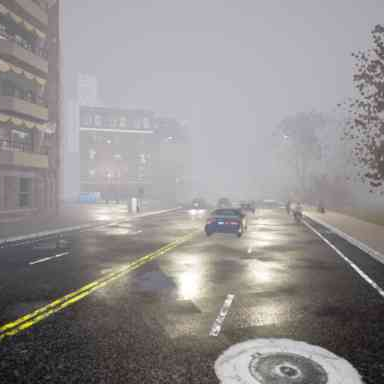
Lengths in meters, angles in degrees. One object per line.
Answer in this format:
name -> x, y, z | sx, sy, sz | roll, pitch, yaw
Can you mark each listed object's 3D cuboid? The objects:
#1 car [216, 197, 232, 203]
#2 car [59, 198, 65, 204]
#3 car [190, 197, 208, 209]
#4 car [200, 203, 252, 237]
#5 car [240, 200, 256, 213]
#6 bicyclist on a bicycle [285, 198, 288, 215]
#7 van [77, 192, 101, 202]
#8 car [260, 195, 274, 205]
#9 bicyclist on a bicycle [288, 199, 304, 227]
car -> 4.402, 1.515, 45.494 | 1.837, 1.490, 4.892 | 0, 0, 11
car -> -20.840, 1.112, 48.735 | 4.206, 1.307, 1.802 | 1, -1, -18
car -> 0.970, 1.482, 44.941 | 2.128, 1.511, 4.902 | 0, 0, 10
car -> 1.965, 1.544, 18.298 | 2.033, 1.411, 5.357 | 0, 0, 13
car -> 6.057, 1.536, 36.791 | 2.033, 1.411, 5.357 | 0, 0, 12
bicyclist on a bicycle -> 9.067, 1.443, 31.484 | 0.582, 1.620, 1.656 | 0, 0, 12
van -> -18.017, 0.889, 58.494 | 3.998, 1.788, 1.690 | 1, -1, -18
car -> 13.666, 1.571, 59.576 | 1.895, 1.301, 4.718 | 0, 0, 10
bicyclist on a bicycle -> 6.914, 1.431, 21.751 | 0.866, 1.612, 1.509 | 0, 0, 13
